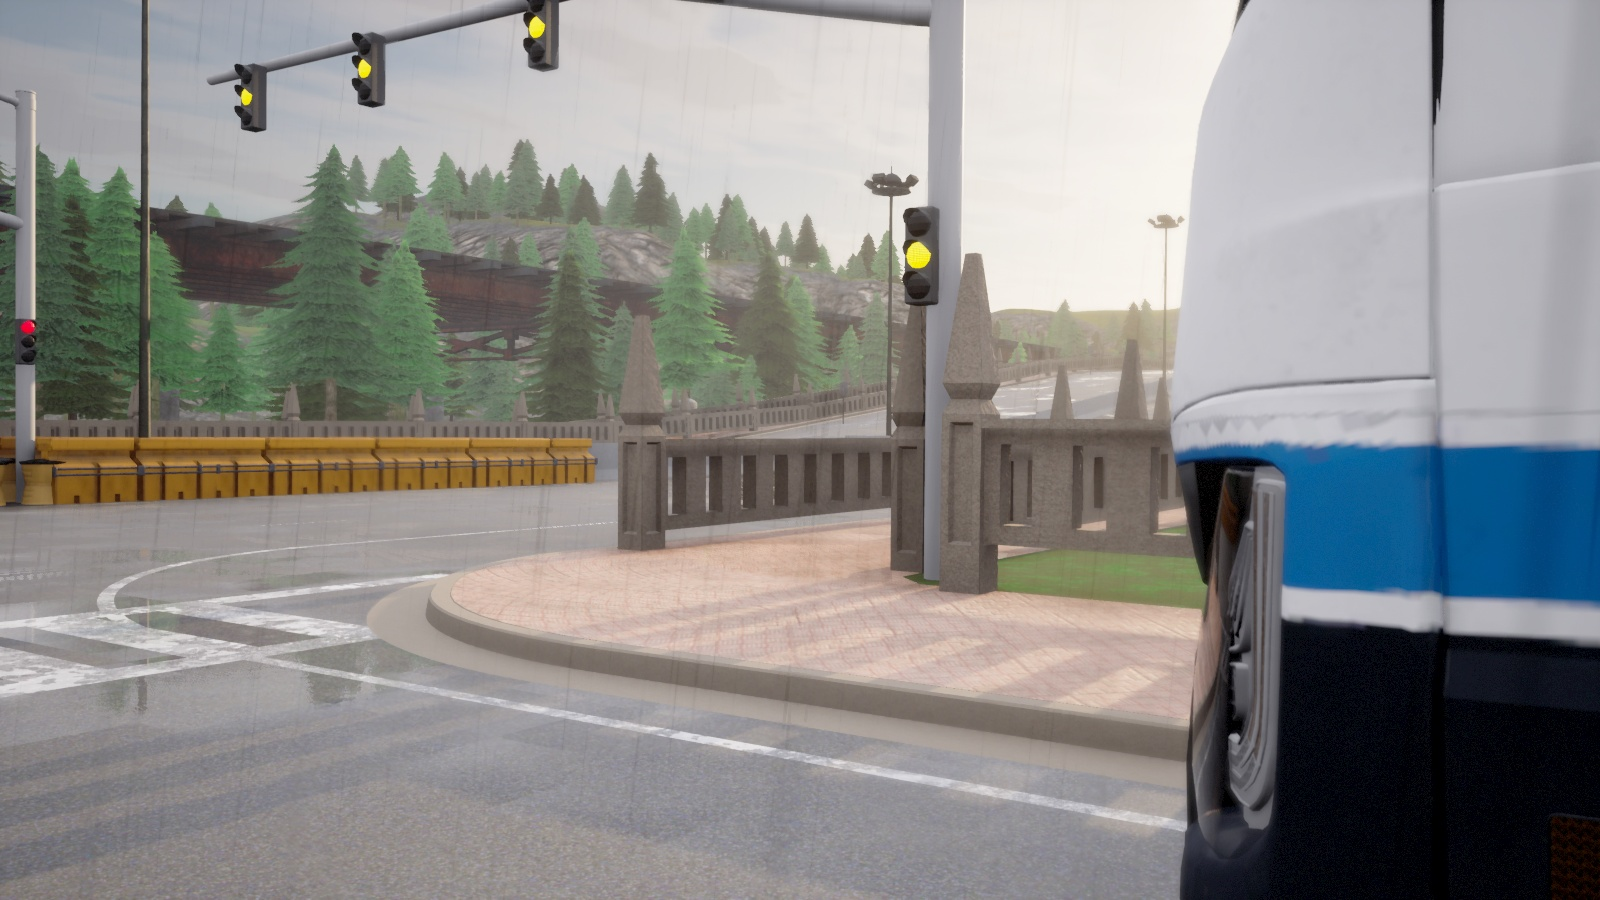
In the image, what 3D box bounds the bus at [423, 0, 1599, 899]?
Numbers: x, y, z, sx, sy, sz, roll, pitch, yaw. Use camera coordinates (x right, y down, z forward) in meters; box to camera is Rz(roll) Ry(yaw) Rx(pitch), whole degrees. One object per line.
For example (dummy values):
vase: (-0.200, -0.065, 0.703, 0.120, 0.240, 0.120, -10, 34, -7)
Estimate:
bus: (4.905, -0.695, 0.337, 10.273, 4.253, 3.944, -1, 0, 34)
